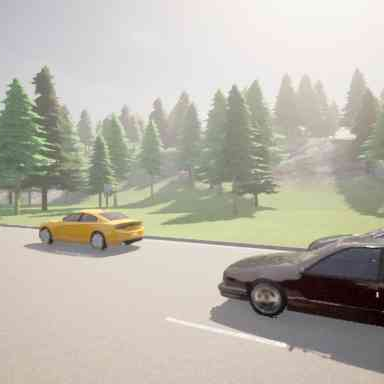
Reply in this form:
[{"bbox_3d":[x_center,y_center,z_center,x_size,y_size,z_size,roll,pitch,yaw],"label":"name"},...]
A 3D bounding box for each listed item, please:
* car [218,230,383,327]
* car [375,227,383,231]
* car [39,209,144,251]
[{"bbox_3d":[3.199,1.546,5.870,5.357,1.411,2.033,0,0,30],"label":"car"},{"bbox_3d":[5.407,1.488,8.210,4.902,1.511,2.128,-1,0,33],"label":"car"},{"bbox_3d":[-4.359,1.478,14.143,5.008,1.535,1.882,0,0,29],"label":"car"}]
